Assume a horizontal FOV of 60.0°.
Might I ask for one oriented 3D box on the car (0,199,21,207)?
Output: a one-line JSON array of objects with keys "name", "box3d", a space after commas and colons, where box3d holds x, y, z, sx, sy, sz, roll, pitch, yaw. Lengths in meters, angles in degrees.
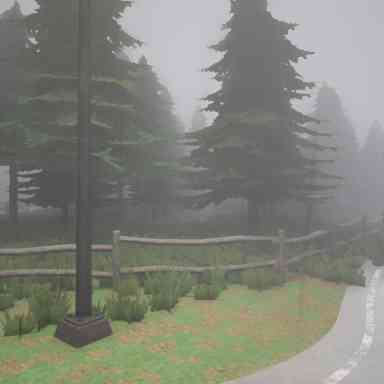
[{"name": "car", "box3d": [-19.308, 1.453, 35.323, 2.128, 1.511, 4.902, 0, 0, 3]}]
